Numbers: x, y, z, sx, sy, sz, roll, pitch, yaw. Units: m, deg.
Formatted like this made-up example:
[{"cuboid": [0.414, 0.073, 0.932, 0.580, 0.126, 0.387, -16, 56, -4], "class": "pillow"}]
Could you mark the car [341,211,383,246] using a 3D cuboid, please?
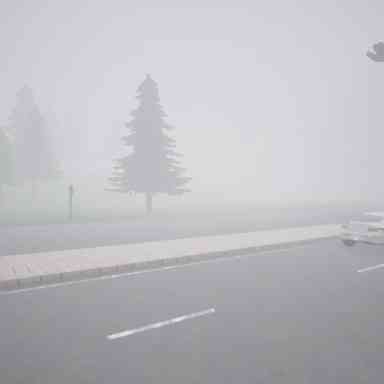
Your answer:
[{"cuboid": [8.067, 1.530, 13.922, 4.674, 1.442, 1.812, 0, 0, -35], "class": "car"}]
